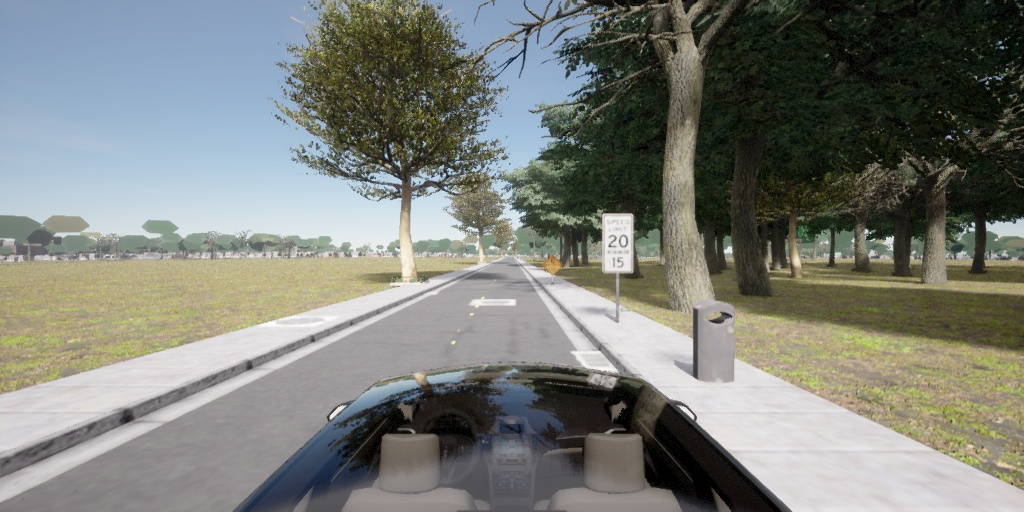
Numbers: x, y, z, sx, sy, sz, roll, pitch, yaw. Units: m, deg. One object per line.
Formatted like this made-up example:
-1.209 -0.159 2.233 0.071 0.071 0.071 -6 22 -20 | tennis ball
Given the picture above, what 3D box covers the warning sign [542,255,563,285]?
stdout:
2.518 0.861 22.299 1.300 1.860 1.060 0 0 0 | warning sign
